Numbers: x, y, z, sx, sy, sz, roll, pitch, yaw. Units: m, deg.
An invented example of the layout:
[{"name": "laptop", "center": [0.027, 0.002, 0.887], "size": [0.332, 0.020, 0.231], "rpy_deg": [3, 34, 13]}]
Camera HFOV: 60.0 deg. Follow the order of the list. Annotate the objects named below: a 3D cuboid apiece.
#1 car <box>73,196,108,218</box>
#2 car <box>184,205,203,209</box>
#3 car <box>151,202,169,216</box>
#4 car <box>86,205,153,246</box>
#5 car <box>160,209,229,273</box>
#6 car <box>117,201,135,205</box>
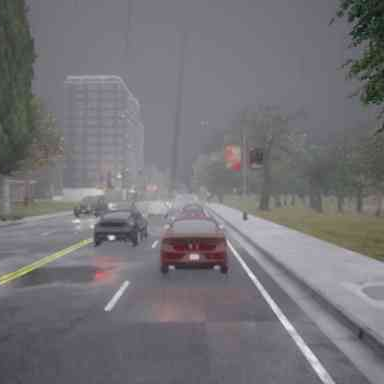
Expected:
[{"name": "car", "center": [-9.848, 1.384, 32.952], "size": [2.150, 2.045, 5.566], "rpy_deg": [0, 0, 0]}, {"name": "car", "center": [0.084, 1.662, 25.468], "size": [2.033, 1.411, 5.357], "rpy_deg": [0, 0, 0]}, {"name": "car", "center": [-3.155, 1.680, 31.756], "size": [1.812, 1.442, 4.674], "rpy_deg": [0, 0, 0]}, {"name": "car", "center": [-3.157, 1.562, 15.525], "size": [1.837, 1.490, 4.892], "rpy_deg": [0, 0, 0]}, {"name": "car", "center": [0.073, 1.515, 10.849], "size": [1.882, 1.535, 5.008], "rpy_deg": [0, -1, 0]}, {"name": "car", "center": [-6.597, 1.667, 32.949], "size": [1.837, 1.490, 4.892], "rpy_deg": [0, 0, 0]}]
